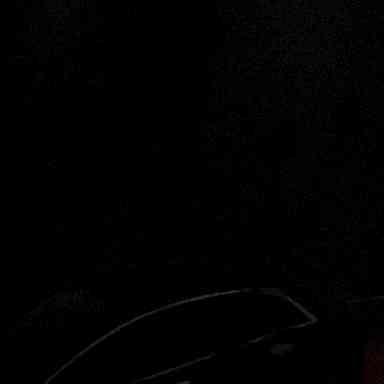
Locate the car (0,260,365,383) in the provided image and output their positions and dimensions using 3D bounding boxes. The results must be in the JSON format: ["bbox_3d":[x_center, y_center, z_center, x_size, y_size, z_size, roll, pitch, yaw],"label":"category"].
[{"bbox_3d":[-0.517,1.484,2.922,4.892,1.490,1.837,0,0,-31],"label":"car"}]
